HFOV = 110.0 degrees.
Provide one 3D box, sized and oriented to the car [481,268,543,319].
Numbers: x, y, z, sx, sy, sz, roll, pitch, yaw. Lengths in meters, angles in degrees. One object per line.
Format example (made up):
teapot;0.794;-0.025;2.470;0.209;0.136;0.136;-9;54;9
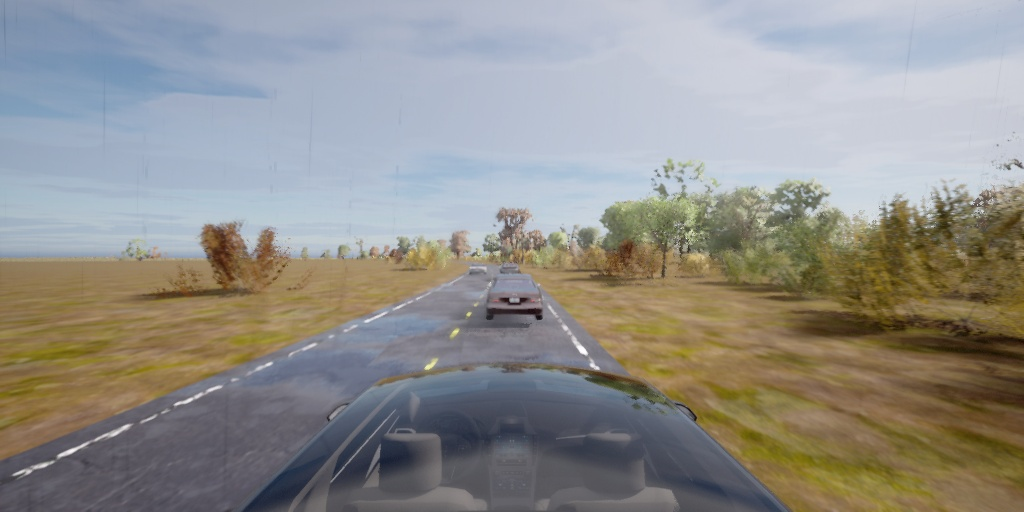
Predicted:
car;0.081;1.331;12.893;2.033;1.411;5.357;0;0;0

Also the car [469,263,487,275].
car;-3.805;1.469;40.283;1.895;1.301;4.718;0;0;-3

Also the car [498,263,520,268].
car;-0.287;1.335;32.897;2.128;1.511;4.902;0;0;-2
